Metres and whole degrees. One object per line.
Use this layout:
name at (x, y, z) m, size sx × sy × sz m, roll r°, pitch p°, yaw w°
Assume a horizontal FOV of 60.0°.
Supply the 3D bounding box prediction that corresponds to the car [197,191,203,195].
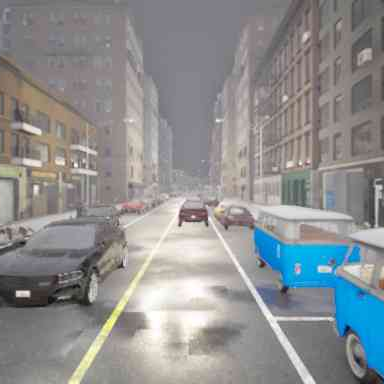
car at (2.592, 0.916, 65.284) m, size 2.192 × 1.841 × 5.009 m, roll 0°, pitch 0°, yaw 0°

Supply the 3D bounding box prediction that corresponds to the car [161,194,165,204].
car at (-5.421, 1.272, 48.233) m, size 1.947 × 1.339 × 4.313 m, roll 0°, pitch 0°, yaw 0°

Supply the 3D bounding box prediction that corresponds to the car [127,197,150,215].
car at (-5.410, 1.356, 31.186) m, size 1.887 × 1.381 × 4.507 m, roll 0°, pitch 0°, yaw 0°

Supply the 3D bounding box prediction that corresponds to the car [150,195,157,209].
car at (-5.414, 1.327, 36.868) m, size 2.008 × 1.369 × 4.403 m, roll 0°, pitch 0°, yaw 0°

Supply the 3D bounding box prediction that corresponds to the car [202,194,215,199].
car at (2.608, 1.286, 42.557) m, size 1.887 × 1.381 × 4.507 m, roll 0°, pitch 0°, yaw 0°

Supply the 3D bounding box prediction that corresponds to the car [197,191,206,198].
car at (2.636, 0.747, 92.340) m, size 2.192 × 1.841 × 5.009 m, roll 0°, pitch 0°, yaw 0°

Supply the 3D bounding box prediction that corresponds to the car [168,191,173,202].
car at (-5.433, 1.041, 65.278) m, size 1.967 × 1.590 × 4.097 m, roll 0°, pitch 0°, yaw 0°

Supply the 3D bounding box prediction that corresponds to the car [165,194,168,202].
car at (-5.425, 1.111, 53.914) m, size 1.967 × 1.590 × 4.097 m, roll 0°, pitch 0°, yaw 0°

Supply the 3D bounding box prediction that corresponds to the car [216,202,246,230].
car at (2.624, 1.462, 19.828) m, size 1.802 × 1.307 × 4.206 m, roll 0°, pitch 0°, yaw 0°

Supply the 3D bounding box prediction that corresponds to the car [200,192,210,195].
car at (2.604, 1.146, 48.238) m, size 1.967 × 1.590 × 4.097 m, roll 0°, pitch 0°, yaw 0°

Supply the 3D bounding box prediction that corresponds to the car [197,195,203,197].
car at (0.067, 1.342, 42.587) m, size 1.895 × 1.301 × 4.718 m, roll 0°, pitch 0°, yaw 0°

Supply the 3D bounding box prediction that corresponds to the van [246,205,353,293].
van at (2.631, 1.290, 8.462) m, size 1.690 × 1.788 × 3.998 m, roll 0°, pitch 0°, yaw 0°

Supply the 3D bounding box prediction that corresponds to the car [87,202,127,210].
car at (-5.402, 1.446, 19.822) m, size 1.947 × 1.339 × 4.313 m, roll 0°, pitch 0°, yaw 0°

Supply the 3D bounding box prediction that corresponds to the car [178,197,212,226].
car at (0.086, 1.341, 22.456) m, size 1.882 × 1.535 × 5.008 m, roll 0°, pitch 0°, yaw 0°

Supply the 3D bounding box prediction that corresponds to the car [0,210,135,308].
car at (-2.842, 1.428, 8.096) m, size 1.882 × 1.535 × 5.008 m, roll 0°, pitch 0°, yaw 0°

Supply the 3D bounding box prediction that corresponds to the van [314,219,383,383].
van at (2.635, 1.324, 2.780) m, size 1.690 × 1.788 × 3.998 m, roll 0°, pitch 0°, yaw 0°

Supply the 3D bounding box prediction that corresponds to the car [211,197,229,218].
car at (2.619, 1.370, 25.680) m, size 1.752 × 1.417 × 4.829 m, roll 0°, pitch 0°, yaw 0°

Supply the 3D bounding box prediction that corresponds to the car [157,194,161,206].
car at (-5.417, 1.286, 42.551) m, size 1.887 × 1.381 × 4.507 m, roll 0°, pitch 0°, yaw 0°
